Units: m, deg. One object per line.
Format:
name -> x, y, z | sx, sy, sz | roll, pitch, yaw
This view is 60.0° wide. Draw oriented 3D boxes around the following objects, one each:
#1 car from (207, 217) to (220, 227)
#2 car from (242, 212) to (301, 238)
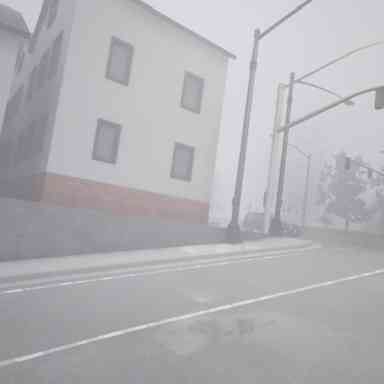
car -> 0.919, 3.276, 37.908 | 2.033, 1.411, 5.357 | 12, -7, -35
car -> 6.931, 2.931, 29.605 | 2.150, 2.045, 5.566 | 12, -7, -35
